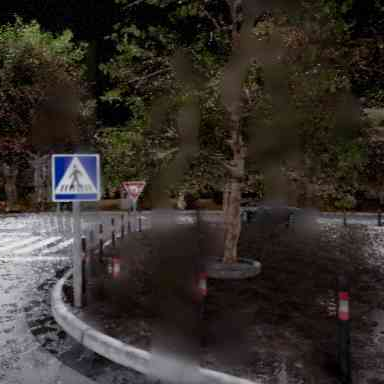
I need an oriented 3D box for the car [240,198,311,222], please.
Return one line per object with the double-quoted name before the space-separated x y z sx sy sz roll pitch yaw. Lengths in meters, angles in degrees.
"car" 4.991 1.141 21.303 4.902 1.511 2.128 -1 0 10
